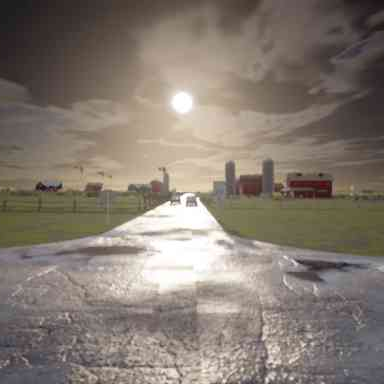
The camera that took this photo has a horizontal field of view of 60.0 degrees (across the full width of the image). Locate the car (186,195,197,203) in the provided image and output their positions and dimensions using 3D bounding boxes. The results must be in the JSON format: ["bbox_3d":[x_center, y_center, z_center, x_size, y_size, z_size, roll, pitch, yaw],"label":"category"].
[{"bbox_3d":[-0.111,1.313,63.980,1.882,1.535,5.008,0,0,0],"label":"car"}]

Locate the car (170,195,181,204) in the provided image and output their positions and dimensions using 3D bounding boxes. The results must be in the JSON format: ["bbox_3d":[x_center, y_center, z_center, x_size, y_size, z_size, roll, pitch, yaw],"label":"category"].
[{"bbox_3d":[-2.853,1.353,58.972,1.837,1.490,4.892,0,0,0],"label":"car"}]

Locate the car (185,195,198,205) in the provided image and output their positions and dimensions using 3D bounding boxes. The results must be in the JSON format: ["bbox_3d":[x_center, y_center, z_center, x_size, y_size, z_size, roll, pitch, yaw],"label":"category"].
[{"bbox_3d":[-0.092,1.409,53.559,2.033,1.411,5.357,0,0,0],"label":"car"}]
